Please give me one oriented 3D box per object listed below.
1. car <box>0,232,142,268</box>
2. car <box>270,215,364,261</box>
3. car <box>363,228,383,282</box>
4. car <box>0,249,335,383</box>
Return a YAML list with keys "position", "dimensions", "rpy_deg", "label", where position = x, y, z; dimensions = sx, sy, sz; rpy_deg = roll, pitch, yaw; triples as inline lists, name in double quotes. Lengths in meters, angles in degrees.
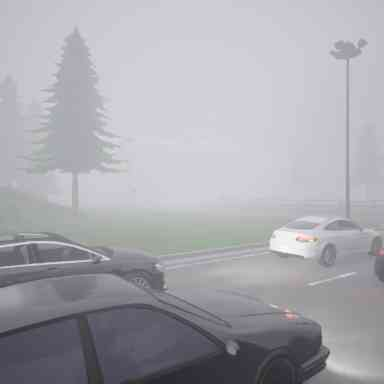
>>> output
- position: [-2.776, 1.491, 6.065]
  dimensions: [4.902, 1.511, 2.128]
  rpy_deg: [0, 0, -35]
  label: "car"
- position: [4.653, 1.526, 11.399]
  dimensions: [4.674, 1.442, 1.812]
  rpy_deg: [0, 0, -35]
  label: "car"
- position: [6.491, 1.564, 8.416]
  dimensions: [4.181, 1.385, 1.994]
  rpy_deg: [0, 0, -35]
  label: "car"
- position: [-1.026, 1.547, 3.013]
  dimensions: [5.357, 1.411, 2.033]
  rpy_deg: [0, 0, -36]
  label: "car"
